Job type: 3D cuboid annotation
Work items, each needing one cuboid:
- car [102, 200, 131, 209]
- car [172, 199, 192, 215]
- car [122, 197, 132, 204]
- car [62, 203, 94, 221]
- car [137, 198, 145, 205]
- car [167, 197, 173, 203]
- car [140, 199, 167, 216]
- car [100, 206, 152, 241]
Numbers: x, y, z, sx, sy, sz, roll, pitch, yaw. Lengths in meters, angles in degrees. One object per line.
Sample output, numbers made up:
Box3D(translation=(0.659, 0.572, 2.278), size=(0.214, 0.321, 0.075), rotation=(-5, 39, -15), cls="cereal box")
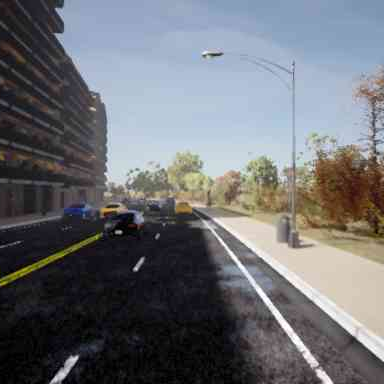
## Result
Box3D(translation=(-7.382, 1.772, 31.547), size=(1.882, 1.535, 5.008), rotation=(0, -1, -3), cls="car")
Box3D(translation=(-1.040, 1.808, 38.457), size=(1.882, 1.535, 5.008), rotation=(0, 0, -3), cls="car")
Box3D(translation=(-14.015, 1.890, 71.784), size=(1.837, 1.490, 4.892), rotation=(0, 0, -7), cls="car")
Box3D(translation=(-10.622, 1.781, 31.287), size=(1.882, 1.535, 5.008), rotation=(0, -1, -3), cls="car")
Box3D(translation=(-10.740, 1.935, 71.799), size=(1.812, 1.442, 4.674), rotation=(0, 0, -7), cls="car")
Box3D(translation=(-5.378, 2.026, 80.657), size=(2.097, 1.767, 4.553), rotation=(0, 0, -8), cls="car")
Box3D(translation=(-4.202, 1.820, 36.805), size=(2.128, 1.511, 4.902), rotation=(0, 0, -3), cls="car")
Box3D(translation=(-3.410, 1.689, 17.516), size=(1.812, 1.442, 4.674), rotation=(0, 0, -2), cls="car")
